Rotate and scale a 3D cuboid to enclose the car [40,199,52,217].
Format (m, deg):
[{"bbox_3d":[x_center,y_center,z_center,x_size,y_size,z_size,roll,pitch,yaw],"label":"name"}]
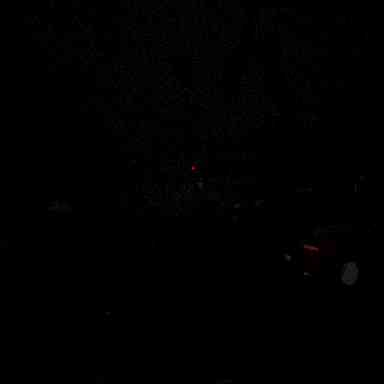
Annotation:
[{"bbox_3d":[-14.345,1.616,27.435,4.674,1.452,2.002,-1,0,-23],"label":"car"}]

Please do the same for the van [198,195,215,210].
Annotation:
[{"bbox_3d":[3.304,1.317,36.222,4.442,1.987,1.878,1,0,-24],"label":"van"}]

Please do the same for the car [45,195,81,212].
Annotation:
[{"bbox_3d":[-14.926,1.471,36.311,4.553,1.767,2.185,-1,0,-24],"label":"car"}]

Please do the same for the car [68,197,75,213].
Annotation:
[{"bbox_3d":[-14.906,1.590,33.270,5.366,1.575,1.946,-1,0,-24],"label":"car"}]

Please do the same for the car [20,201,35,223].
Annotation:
[{"bbox_3d":[-14.175,1.609,24.479,4.674,1.452,2.002,-1,0,-23],"label":"car"}]

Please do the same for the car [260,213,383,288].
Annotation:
[{"bbox_3d":[4.657,1.496,9.117,5.008,1.535,2.097,1,0,-21],"label":"car"}]

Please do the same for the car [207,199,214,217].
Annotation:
[{"bbox_3d":[3.988,1.568,27.227,4.674,1.452,2.002,1,0,-23],"label":"car"}]

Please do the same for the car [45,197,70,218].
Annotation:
[{"bbox_3d":[-14.367,1.577,30.470,5.366,1.575,1.946,-1,0,-24],"label":"car"}]

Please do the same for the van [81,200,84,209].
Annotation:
[{"bbox_3d":[-15.093,1.377,39.301,4.442,1.987,1.878,-1,0,-24],"label":"van"}]

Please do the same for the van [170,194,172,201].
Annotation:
[{"bbox_3d":[-2.486,1.614,85.766,4.442,1.987,1.878,1,0,-30],"label":"van"}]

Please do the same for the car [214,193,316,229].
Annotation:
[{"bbox_3d":[4.385,1.260,18.159,5.566,2.045,2.435,1,0,-22],"label":"car"}]

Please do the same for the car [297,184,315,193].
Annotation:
[{"bbox_3d":[20.561,-0.276,57.799,2.435,2.045,5.566,-7,4,-30],"label":"car"}]

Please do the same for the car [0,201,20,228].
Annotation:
[{"bbox_3d":[-14.001,1.436,21.532,4.553,1.767,2.185,-1,0,-22],"label":"car"}]

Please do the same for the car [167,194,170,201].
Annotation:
[{"bbox_3d":[-2.927,1.591,88.773,5.566,2.045,2.435,1,0,-30],"label":"car"}]

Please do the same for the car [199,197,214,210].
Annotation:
[{"bbox_3d":[3.624,1.539,33.259,4.892,1.521,2.231,1,0,-24],"label":"car"}]

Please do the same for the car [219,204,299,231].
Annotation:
[{"bbox_3d":[4.280,1.557,21.197,4.674,1.452,2.002,1,0,-23],"label":"car"}]

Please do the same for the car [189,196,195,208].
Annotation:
[{"bbox_3d":[2.759,1.549,42.215,5.366,1.575,1.946,1,0,-25],"label":"car"}]

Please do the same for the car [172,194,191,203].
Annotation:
[{"bbox_3d":[-1.916,1.714,82.843,4.553,1.767,2.185,1,0,-30],"label":"car"}]

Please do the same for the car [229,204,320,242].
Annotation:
[{"bbox_3d":[4.516,1.507,15.153,5.008,1.535,2.097,1,0,-22],"label":"car"}]

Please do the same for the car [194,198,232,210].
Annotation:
[{"bbox_3d":[2.847,1.595,45.275,4.792,1.488,2.163,1,0,-25],"label":"car"}]

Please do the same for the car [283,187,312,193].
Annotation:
[{"bbox_3d":[17.609,0.303,57.310,2.002,1.452,4.674,-7,4,-30],"label":"car"}]

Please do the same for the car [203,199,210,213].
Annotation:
[{"bbox_3d":[3.805,1.573,30.246,4.674,1.452,2.002,1,0,-24],"label":"car"}]

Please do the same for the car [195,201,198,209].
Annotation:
[{"bbox_3d":[3.206,1.424,39.296,4.553,1.767,2.185,1,0,-25],"label":"car"}]
